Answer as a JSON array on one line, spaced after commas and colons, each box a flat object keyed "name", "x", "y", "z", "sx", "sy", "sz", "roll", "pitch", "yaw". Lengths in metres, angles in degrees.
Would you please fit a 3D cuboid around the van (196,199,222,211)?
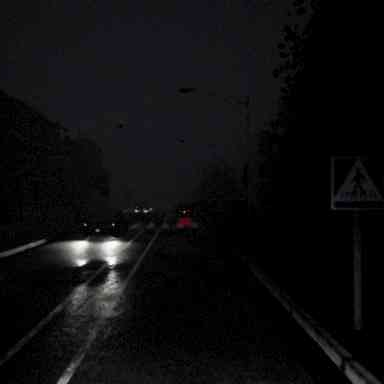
[{"name": "van", "x": 3.083, "y": 2.376, "z": 61.018, "sx": 4.442, "sy": 1.987, "sz": 1.878, "roll": 2, "pitch": -2, "yaw": -23}]

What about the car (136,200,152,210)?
[{"name": "car", "x": -9.503, "y": 2.459, "z": 64.161, "sx": 2.150, "sy": 2.045, "sz": 5.566, "roll": 0, "pitch": -2, "yaw": -3}]

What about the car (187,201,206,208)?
[{"name": "car", "x": 1.257, "y": 3.262, "z": 87.570, "sx": 4.553, "sy": 1.767, "sz": 2.185, "roll": 1, "pitch": -2, "yaw": -24}]

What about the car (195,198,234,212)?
[{"name": "car", "x": 3.507, "y": 2.058, "z": 52.092, "sx": 5.566, "sy": 2.045, "sz": 2.435, "roll": 2, "pitch": -2, "yaw": -23}]

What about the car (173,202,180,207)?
[{"name": "car", "x": -4.218, "y": 3.490, "z": 90.086, "sx": 1.895, "sy": 1.301, "sz": 4.718, "roll": 0, "pitch": -2, "yaw": -4}]

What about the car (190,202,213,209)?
[{"name": "car", "x": 2.084, "y": 3.084, "z": 75.743, "sx": 4.792, "sy": 1.488, "sz": 2.163, "roll": 1, "pitch": -2, "yaw": -24}]

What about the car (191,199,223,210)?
[{"name": "car", "x": 2.824, "y": 2.443, "z": 63.933, "sx": 5.566, "sy": 2.045, "sz": 2.435, "roll": 2, "pitch": -2, "yaw": -24}]

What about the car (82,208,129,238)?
[{"name": "car", "x": -4.760, "y": 1.657, "z": 18.880, "sx": 1.812, "sy": 1.442, "sz": 4.674, "roll": 0, "pitch": -1, "yaw": -2}]

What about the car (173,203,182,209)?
[{"name": "car", "x": -3.542, "y": 3.261, "z": 80.380, "sx": 1.994, "sy": 1.385, "sz": 4.181, "roll": 0, "pitch": -2, "yaw": -4}]

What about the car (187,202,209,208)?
[{"name": "car", "x": 1.499, "y": 3.308, "z": 84.614, "sx": 4.892, "sy": 1.521, "sz": 2.231, "roll": 1, "pitch": -1, "yaw": -24}]

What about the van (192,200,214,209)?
[{"name": "van", "x": 2.347, "y": 2.743, "z": 72.833, "sx": 4.442, "sy": 1.987, "sz": 1.878, "roll": 1, "pitch": -2, "yaw": -23}]

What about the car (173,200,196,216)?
[{"name": "car", "x": -0.839, "y": 1.819, "z": 35.975, "sx": 1.837, "sy": 1.490, "sz": 4.892, "roll": 0, "pitch": -2, "yaw": -2}]

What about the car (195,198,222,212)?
[{"name": "car", "x": 3.735, "y": 1.962, "z": 49.174, "sx": 5.566, "sy": 2.045, "sz": 2.435, "roll": 2, "pitch": -2, "yaw": -23}]
